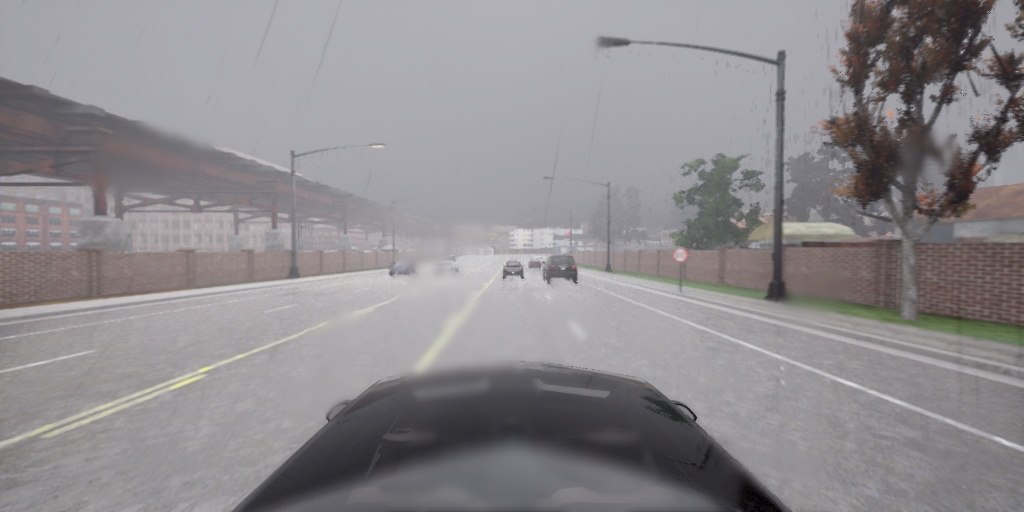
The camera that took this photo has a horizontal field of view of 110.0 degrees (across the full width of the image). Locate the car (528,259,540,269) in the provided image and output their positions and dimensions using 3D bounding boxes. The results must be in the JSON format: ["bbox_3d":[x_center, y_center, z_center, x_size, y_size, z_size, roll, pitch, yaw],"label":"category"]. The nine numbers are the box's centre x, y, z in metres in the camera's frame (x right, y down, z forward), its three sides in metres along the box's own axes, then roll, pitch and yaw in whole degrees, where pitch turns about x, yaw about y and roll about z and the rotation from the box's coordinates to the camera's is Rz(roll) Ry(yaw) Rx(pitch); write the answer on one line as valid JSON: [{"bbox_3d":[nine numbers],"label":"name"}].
[{"bbox_3d":[3.617,1.196,57.420,1.882,1.535,5.008,0,0,0],"label":"car"}]

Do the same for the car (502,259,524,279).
[{"bbox_3d":[0.111,1.230,33.071,2.128,1.511,4.902,0,0,0],"label":"car"}]

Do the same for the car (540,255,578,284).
[{"bbox_3d":[3.608,0.964,27.419,2.150,2.045,5.566,0,0,0],"label":"car"}]

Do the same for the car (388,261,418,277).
[{"bbox_3d":[-10.570,1.264,35.260,1.812,1.442,4.674,0,0,0],"label":"car"}]

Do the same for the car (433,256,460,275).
[{"bbox_3d":[-7.055,0.962,39.279,2.150,2.045,5.566,0,0,0],"label":"car"}]
